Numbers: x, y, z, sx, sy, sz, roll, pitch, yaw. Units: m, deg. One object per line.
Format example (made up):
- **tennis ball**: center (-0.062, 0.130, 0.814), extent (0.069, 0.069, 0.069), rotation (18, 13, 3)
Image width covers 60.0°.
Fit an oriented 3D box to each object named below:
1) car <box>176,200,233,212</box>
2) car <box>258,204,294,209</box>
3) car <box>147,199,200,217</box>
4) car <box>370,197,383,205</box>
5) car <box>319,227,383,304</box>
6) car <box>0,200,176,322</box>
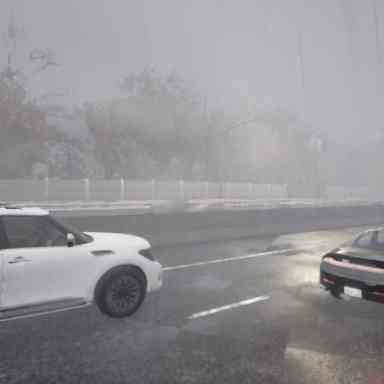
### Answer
- **car**: center (1.282, 1.572, 26.410), extent (4.674, 1.442, 1.812), rotation (0, 0, -36)
- **car**: center (6.424, 1.605, 25.782), extent (5.357, 1.411, 2.033), rotation (0, 0, -36)
- **car**: center (-1.757, 1.528, 32.839), extent (5.008, 1.535, 1.882), rotation (0, 0, -35)
- **car**: center (32.606, 1.684, 57.267), extent (4.892, 1.490, 1.837), rotation (0, 0, -35)
- **car**: center (4.741, 1.513, 7.132), extent (4.902, 1.511, 2.128), rotation (0, 0, -36)
- **car**: center (-3.253, 1.224, 5.729), extent (5.566, 2.045, 2.150), rotation (0, 0, -36)
